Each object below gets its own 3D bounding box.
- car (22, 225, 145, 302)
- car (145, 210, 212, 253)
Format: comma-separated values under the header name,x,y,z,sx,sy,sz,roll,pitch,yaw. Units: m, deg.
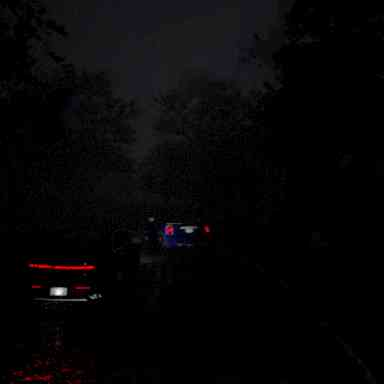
name,x,y,z,sx,sy,sz,roll,pitch,yaw
car,-2.493,1.600,8.488,1.837,1.490,4.892,2,-1,-2
car,-0.795,1.566,15.062,2.097,1.767,4.553,1,-1,-19
